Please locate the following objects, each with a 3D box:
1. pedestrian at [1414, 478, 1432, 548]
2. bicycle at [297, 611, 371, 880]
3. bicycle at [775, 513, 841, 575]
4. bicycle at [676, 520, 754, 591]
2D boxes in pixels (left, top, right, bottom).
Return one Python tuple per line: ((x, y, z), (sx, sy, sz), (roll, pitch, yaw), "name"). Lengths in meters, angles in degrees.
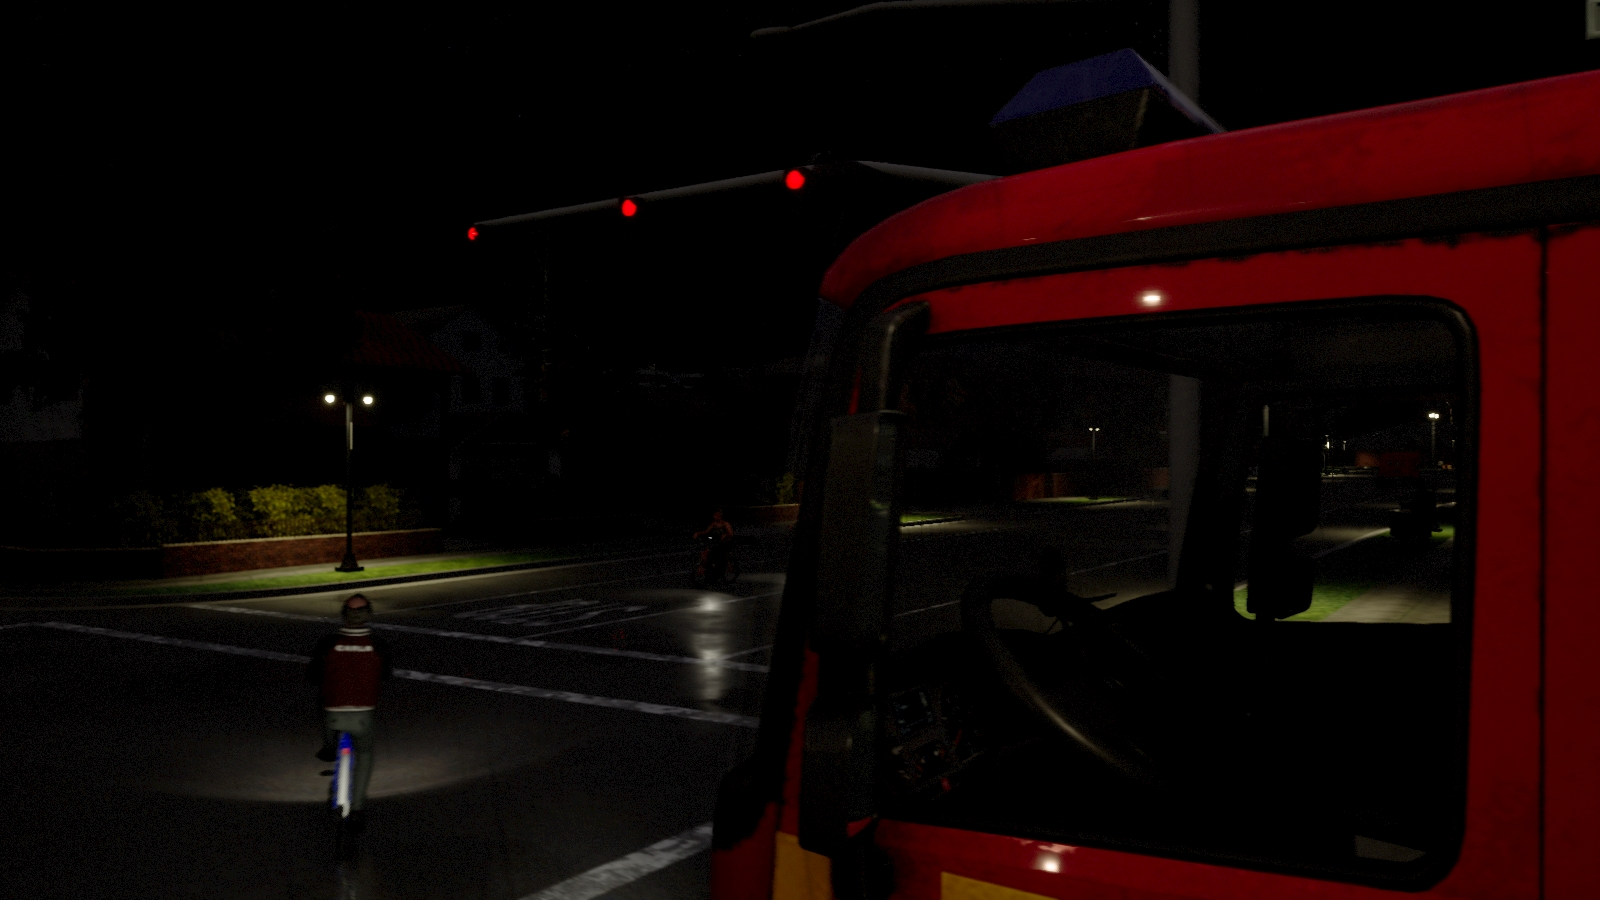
((16.800, 1.702, 30.822), (0.375, 1.860, 0.375), (0, 0, 39), "pedestrian")
((-3.385, 2.049, 8.326), (0.329, 1.496, 1.835), (5, -2, -22), "bicycle")
((0.195, 2.148, 26.475), (0.859, 1.301, 1.487), (0, 0, 34), "bicycle")
((-1.739, 2.148, 23.502), (0.859, 1.301, 1.487), (0, 0, 35), "bicycle")
